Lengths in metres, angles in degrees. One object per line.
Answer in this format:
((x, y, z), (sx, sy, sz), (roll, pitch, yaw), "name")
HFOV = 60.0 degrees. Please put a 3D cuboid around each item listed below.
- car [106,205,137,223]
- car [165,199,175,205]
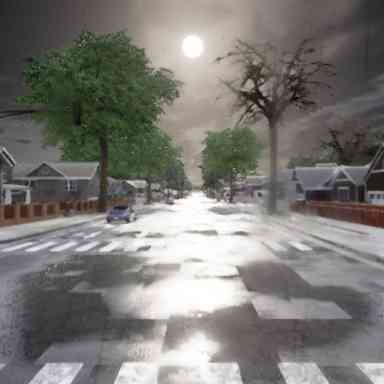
((-5.904, 1.818, 28.354), (1.812, 1.442, 4.674), (0, -1, 1), "car")
((-4.971, 2.276, 75.432), (2.033, 1.411, 5.357), (0, -1, 1), "car")
